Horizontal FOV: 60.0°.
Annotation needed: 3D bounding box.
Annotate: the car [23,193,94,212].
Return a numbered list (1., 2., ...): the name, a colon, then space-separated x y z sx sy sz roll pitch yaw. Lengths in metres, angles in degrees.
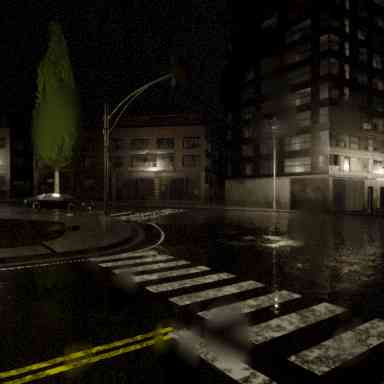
1. car: -10.534 0.787 26.305 5.357 1.411 2.033 1 0 11
